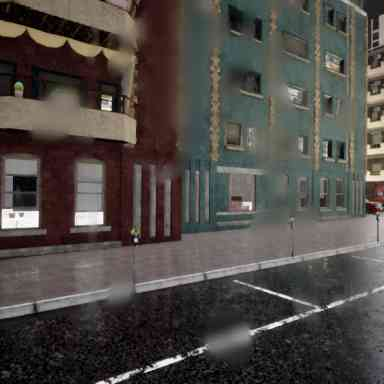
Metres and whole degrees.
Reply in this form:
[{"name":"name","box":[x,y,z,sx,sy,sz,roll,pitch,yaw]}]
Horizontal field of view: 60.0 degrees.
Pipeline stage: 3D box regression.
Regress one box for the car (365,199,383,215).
[{"name":"car","box":[15.702,1.241,32.220,2.192,1.841,5.009,1,0,-36]}]
